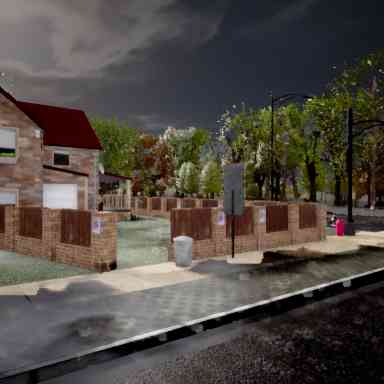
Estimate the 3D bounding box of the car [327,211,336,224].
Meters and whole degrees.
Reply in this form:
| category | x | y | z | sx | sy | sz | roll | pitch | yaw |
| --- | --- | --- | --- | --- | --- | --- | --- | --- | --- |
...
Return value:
| category | x | y | z | sx | sy | sz | roll | pitch | yaw |
| --- | --- | --- | --- | --- | --- | --- | --- | --- | --- |
| car | 7.715 | 1.468 | 23.376 | 1.812 | 1.442 | 4.674 | 0 | 0 | -36 |
